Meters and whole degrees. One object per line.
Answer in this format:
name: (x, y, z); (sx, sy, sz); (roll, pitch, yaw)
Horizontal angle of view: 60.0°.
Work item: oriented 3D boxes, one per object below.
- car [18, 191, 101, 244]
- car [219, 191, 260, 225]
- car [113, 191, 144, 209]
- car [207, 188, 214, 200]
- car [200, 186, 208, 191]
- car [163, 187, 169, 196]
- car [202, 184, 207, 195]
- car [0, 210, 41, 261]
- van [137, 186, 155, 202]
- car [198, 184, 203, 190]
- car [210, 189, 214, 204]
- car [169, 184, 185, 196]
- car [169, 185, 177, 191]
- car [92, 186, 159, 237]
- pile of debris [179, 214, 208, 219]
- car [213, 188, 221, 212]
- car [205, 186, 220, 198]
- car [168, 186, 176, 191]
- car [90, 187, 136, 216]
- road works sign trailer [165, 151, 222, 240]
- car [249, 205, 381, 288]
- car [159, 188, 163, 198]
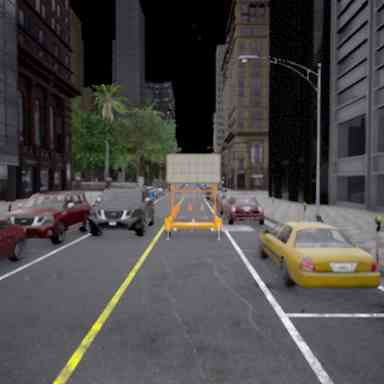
car: (-5.703, 0.923, 13.732); (2.192, 1.841, 5.009); (0, 2, 0)
car: (2.847, 0.903, 19.109); (1.967, 1.590, 4.097); (0, 2, 0)
car: (-5.627, 0.702, 30.010); (1.887, 1.381, 4.507); (0, 2, 0)
car: (2.923, 0.565, 35.381); (2.008, 1.369, 4.403); (0, 2, 0)
car: (3.172, -0.914, 88.918); (1.947, 1.339, 4.313); (0, 2, 0)
car: (-5.502, -0.011, 57.131); (1.802, 1.307, 4.206); (0, 2, 0)
car: (2.972, 0.030, 46.220); (2.192, 1.841, 5.009); (0, 2, 0)
car: (-5.728, 1.341, 8.316); (1.802, 1.307, 4.206); (0, 2, 0)
van: (-5.578, 0.200, 40.852); (1.690, 1.788, 3.998); (0, 2, 0)
car: (3.147, -0.761, 83.500); (1.947, 1.339, 4.313); (0, 2, 0)
car: (2.897, 0.708, 29.958); (1.887, 1.381, 4.507); (0, 2, 0)
car: (-2.732, -0.194, 57.877); (1.837, 1.490, 4.892); (0, 2, 0)
car: (-5.329, -1.200, 94.391); (1.967, 1.590, 4.097); (0, 2, 0)
car: (-3.028, 0.781, 15.533); (2.150, 2.045, 5.566); (0, 2, 0)
pile of debris: (0.098, 1.564, 21.418); (1.860, 0.140, 1.500); (0, 2, 0)
car: (2.872, 0.753, 24.532); (1.967, 1.590, 4.097); (0, 2, 0)
car: (2.949, 0.386, 40.973); (1.752, 1.417, 4.829); (0, 2, 0)
car: (-5.353, -0.936, 88.977); (2.008, 1.369, 4.403); (0, 2, 0)
car: (-5.653, 0.622, 24.580); (2.192, 1.841, 5.009); (0, 2, 0)
road works sign trailer: (0.067, 0.057, 14.371); (2.380, 3.560, 2.880); (0, 2, 0)
car: (2.798, 1.286, 8.436); (1.752, 1.417, 4.829); (0, 2, 0)
car: (-5.552, 0.149, 46.279); (1.967, 1.590, 4.097); (0, 2, 0)
